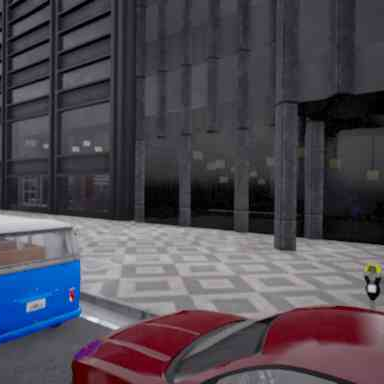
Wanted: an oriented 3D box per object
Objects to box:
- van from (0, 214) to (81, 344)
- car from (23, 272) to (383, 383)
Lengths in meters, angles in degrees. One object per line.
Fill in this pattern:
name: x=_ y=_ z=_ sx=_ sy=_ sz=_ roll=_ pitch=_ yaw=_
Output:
van: x=-3.587 y=1.251 z=5.526 sx=3.998 sy=1.788 sz=1.690 roll=1 pitch=1 yaw=36
car: x=0.975 y=1.538 z=2.269 sx=4.507 sy=1.381 sz=1.887 roll=1 pitch=1 yaw=36
